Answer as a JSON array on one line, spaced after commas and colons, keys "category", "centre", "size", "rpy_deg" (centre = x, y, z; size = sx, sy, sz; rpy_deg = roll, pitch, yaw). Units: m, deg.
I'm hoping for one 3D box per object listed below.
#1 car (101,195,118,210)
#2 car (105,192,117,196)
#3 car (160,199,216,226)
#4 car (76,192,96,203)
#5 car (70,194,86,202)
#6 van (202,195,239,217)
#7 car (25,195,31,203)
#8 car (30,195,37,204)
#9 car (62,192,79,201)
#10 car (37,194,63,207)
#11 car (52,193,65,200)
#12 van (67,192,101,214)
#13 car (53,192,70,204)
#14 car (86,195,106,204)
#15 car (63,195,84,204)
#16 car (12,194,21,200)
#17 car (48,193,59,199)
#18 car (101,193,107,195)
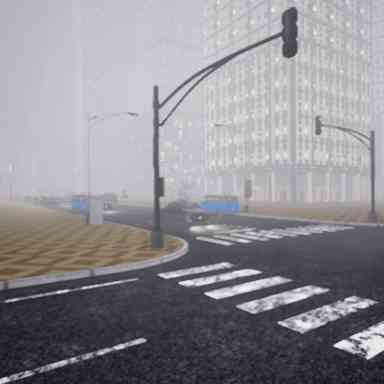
[{"category": "car", "centre": [-10.369, 1.367, 37.325], "size": [1.994, 1.385, 4.181], "rpy_deg": [-1, 1, -34]}, {"category": "car", "centre": [-13.270, 0.989, 51.936], "size": [2.192, 1.841, 5.009], "rpy_deg": [0, 1, -34]}, {"category": "car", "centre": [-0.581, 1.452, 22.853], "size": [1.994, 1.385, 4.181], "rpy_deg": [-1, 1, -34]}, {"category": "car", "centre": [-19.480, 0.933, 61.112], "size": [2.192, 1.841, 5.009], "rpy_deg": [0, 1, -34]}, {"category": "car", "centre": [-22.584, 1.156, 65.701], "size": [1.947, 1.339, 4.313], "rpy_deg": [0, 1, -34]}, {"category": "van", "centre": [2.346, 1.149, 29.067], "size": [1.690, 1.788, 3.998], "rpy_deg": [0, 1, -34]}, {"category": "car", "centre": [-29.523, 1.262, 61.004], "size": [1.802, 1.307, 4.206], "rpy_deg": [0, 1, -34]}, {"category": "car", "centre": [-23.314, 1.286, 51.828], "size": [2.008, 1.369, 4.403], "rpy_deg": [0, 1, -34]}, {"category": "car", "centre": [-25.689, 0.877, 70.286], "size": [2.192, 1.841, 5.009], "rpy_deg": [0, 1, -34]}, {"category": "car", "centre": [-20.209, 1.329, 47.241], "size": [1.947, 1.339, 4.313], "rpy_deg": [0, 1, -34]}, {"category": "car", "centre": [-31.898, 1.057, 79.463], "size": [2.008, 1.369, 4.403], "rpy_deg": [0, 1, -34]}, {"category": "van", "centre": [-10.896, 1.186, 33.478], "size": [1.690, 1.788, 3.998], "rpy_deg": [0, 1, -34]}, {"category": "car", "centre": [-20.022, 1.221, 51.756], "size": [2.128, 1.511, 4.902], "rpy_deg": [-1, 1, -34]}, {"category": "car", "centre": [-16.374, 1.191, 56.525], "size": [1.887, 1.381, 4.507], "rpy_deg": [0, 1, -34]}, {"category": "car", "centre": [-20.806, 1.203, 58.268], "size": [2.033, 1.411, 5.357], "rpy_deg": [-1, 1, -34]}, {"category": "car", "centre": [-41.942, 1.150, 79.353], "size": [1.802, 1.307, 4.206], "rpy_deg": [0, 1, -34]}, {"category": "car", "centre": [-35.098, 1.003, 84.191], "size": [1.752, 1.417, 4.829], "rpy_deg": [0, 1, -34]}, {"category": "car", "centre": [-15.047, 1.253, 49.800], "size": [2.033, 1.411, 5.357], "rpy_deg": [-1, 1, -34]}]
